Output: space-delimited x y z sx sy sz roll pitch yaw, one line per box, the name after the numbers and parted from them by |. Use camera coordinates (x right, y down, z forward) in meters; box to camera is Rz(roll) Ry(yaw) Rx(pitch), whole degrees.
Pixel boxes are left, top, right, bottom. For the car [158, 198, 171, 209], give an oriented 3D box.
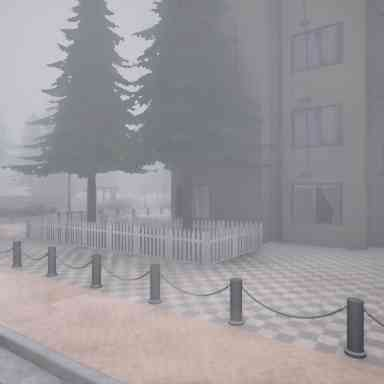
-2.486 1.510 44.461 1.812 1.442 4.674 0 0 37 | car

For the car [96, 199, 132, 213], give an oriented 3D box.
-8.727 1.476 36.233 2.128 1.511 4.902 0 0 37 | car

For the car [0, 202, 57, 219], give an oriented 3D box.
-14.354 1.585 28.786 1.895 1.301 4.718 0 0 37 | car
